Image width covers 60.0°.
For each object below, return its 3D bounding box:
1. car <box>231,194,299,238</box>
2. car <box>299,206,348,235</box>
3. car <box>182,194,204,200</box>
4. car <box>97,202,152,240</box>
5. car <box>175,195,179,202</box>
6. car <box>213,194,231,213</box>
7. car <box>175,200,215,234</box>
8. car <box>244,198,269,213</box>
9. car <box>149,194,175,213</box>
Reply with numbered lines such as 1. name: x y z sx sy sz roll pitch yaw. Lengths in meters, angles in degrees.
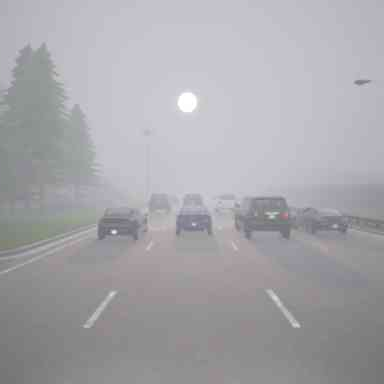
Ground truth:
1. car: 3.602 1.205 17.679 2.150 2.045 5.566 0 0 0
2. car: 7.089 1.508 18.758 1.812 1.442 4.674 0 0 0
3. car: 0.104 1.188 36.267 2.150 2.045 5.566 0 0 0
4. car: -3.398 1.489 16.941 1.837 1.490 4.892 0 0 0
5. car: -3.425 1.296 59.292 2.097 1.767 4.553 0 0 0
6. car: 3.604 1.188 36.265 2.150 2.045 5.566 0 0 0
7. car: 0.102 1.460 19.086 1.882 1.535 5.008 0 0 0
8. car: 7.105 1.470 37.209 1.837 1.490 4.892 0 0 0
9. car: -3.396 1.188 36.215 2.150 2.045 5.566 0 0 0
